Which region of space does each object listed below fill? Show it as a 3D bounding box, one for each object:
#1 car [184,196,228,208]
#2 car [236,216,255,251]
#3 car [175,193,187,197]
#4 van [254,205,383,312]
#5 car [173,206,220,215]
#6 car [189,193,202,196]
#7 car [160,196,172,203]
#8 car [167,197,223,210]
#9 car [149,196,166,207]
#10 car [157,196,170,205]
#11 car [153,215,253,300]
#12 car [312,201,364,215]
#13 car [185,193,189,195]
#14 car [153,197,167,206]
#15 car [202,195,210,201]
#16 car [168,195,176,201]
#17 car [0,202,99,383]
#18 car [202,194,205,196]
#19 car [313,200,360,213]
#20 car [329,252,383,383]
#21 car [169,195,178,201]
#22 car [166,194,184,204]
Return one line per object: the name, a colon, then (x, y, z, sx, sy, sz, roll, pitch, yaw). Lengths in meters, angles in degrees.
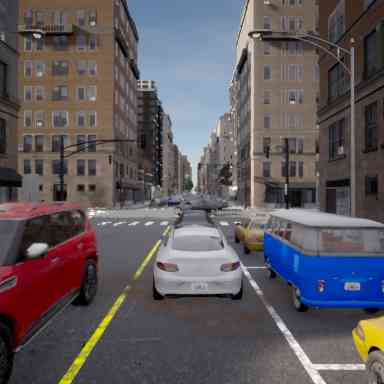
car: (1.952, 1.556, 41.710, 5.357, 1.411, 2.033, 0, 0, 41)
car: (2.696, 1.528, 13.252, 1.752, 1.417, 4.829, 1, 0, 0)
car: (-2.515, 1.482, 61.849, 1.882, 1.535, 5.008, 0, 0, 1)
van: (2.689, 1.342, 7.409, 1.690, 1.788, 3.998, 1, 0, 0)
car: (0.115, 1.566, 15.594, 1.994, 1.385, 4.181, 0, 0, 0)
car: (0.756, 1.551, 69.159, 2.033, 1.411, 5.357, 0, 0, 1)
car: (-5.221, 1.549, 67.449, 1.887, 1.381, 4.507, 1, 0, 1)
car: (0.366, 1.509, 31.163, 1.837, 1.490, 4.892, -3, -2, 44)
car: (-5.458, 1.588, 50.863, 1.802, 1.307, 4.206, 1, 0, 1)
car: (-5.300, 1.556, 61.920, 2.008, 1.369, 4.403, 1, 0, 1)
car: (0.088, 1.527, 8.258, 1.812, 1.442, 4.674, 0, 0, -1)
car: (15.516, 1.660, 35.499, 4.674, 1.442, 1.812, 0, -1, 1)
car: (-2.306, 1.359, 71.976, 2.097, 1.767, 4.553, 0, 0, 1)
car: (-5.379, 1.571, 56.392, 1.947, 1.339, 4.313, 1, 0, 1)
car: (3.620, 1.549, 89.456, 2.008, 1.369, 4.403, 1, 0, 1)
car: (-4.986, 1.527, 83.866, 1.752, 1.417, 4.829, 1, 0, 1)
car: (-3.092, 1.222, 5.119, 2.150, 2.045, 5.566, 0, 0, 0)
car: (3.225, 1.555, 61.806, 2.008, 1.369, 4.403, 1, 0, 1)
car: (16.823, 1.701, 38.735, 4.674, 1.442, 1.812, 1, -1, 0)
car: (2.679, 1.526, 1.905, 1.752, 1.417, 4.829, 1, 0, 0)
car: (-4.905, 1.565, 89.564, 1.947, 1.339, 4.313, 1, 0, 1)
car: (-2.679, 1.483, 52.189, 1.882, 1.535, 5.008, 0, 0, 1)
